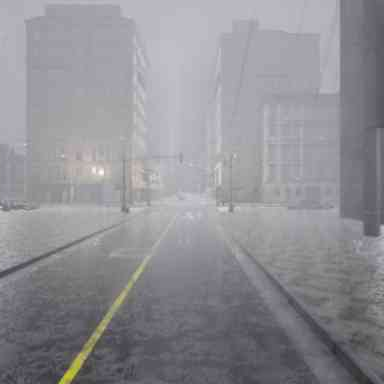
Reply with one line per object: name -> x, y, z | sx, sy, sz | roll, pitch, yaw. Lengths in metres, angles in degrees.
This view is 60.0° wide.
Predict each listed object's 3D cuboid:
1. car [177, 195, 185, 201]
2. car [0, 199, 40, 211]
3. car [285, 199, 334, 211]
car -> -2.783, 1.577, 85.399 | 2.033, 1.411, 5.357 | 0, 0, 0
car -> -20.547, 1.562, 39.393 | 4.892, 1.490, 1.837 | 2, 0, 0
car -> 13.862, 1.533, 39.289 | 5.357, 1.411, 2.033 | 0, 0, 0
